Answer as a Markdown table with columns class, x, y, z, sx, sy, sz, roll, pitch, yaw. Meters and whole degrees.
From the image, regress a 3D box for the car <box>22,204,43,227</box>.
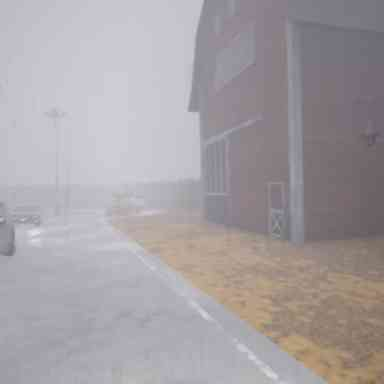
| class | x | y | z | sx | sy | sz | roll | pitch | yaw |
| --- | --- | --- | --- | --- | --- | --- | --- | --- | --- |
| car | -12.159 | 1.668 | 24.584 | 1.837 | 1.490 | 4.892 | -1 | 0 | -20 |

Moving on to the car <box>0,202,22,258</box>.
| class | x | y | z | sx | sy | sz | roll | pitch | yaw |
| --- | --- | --- | --- | --- | --- | --- | --- | --- | --- |
| car | -7.160 | 1.376 | 10.664 | 2.150 | 2.045 | 5.566 | -1 | 0 | -20 |

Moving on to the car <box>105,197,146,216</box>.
| class | x | y | z | sx | sy | sz | roll | pitch | yaw |
| --- | --- | --- | --- | --- | --- | --- | --- | --- | --- |
| car | -6.928 | 1.583 | 33.942 | 1.882 | 1.535 | 5.008 | -1 | 0 | 17 |

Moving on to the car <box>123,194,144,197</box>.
| class | x | y | z | sx | sy | sz | roll | pitch | yaw |
| --- | --- | --- | --- | --- | --- | --- | --- | --- | --- |
| car | -8.560 | 1.345 | 45.618 | 2.150 | 2.045 | 5.566 | -1 | 0 | -43 |
